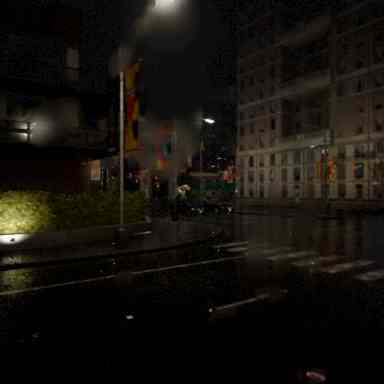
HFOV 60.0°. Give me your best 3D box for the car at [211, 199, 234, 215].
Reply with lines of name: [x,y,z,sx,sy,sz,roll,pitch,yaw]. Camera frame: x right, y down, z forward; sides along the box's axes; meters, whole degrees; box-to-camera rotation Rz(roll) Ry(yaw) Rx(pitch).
car: [2.263,1.491,34.294,2.128,1.511,4.902,0,0,-35]

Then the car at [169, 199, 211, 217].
car: [-0.528,1.525,32.177,1.812,1.442,4.674,0,0,-35]
